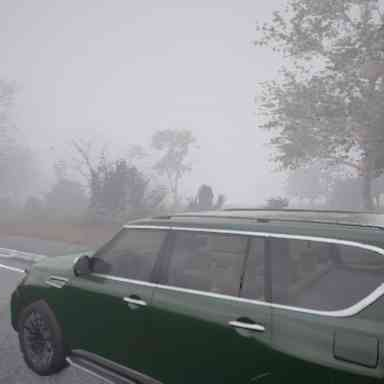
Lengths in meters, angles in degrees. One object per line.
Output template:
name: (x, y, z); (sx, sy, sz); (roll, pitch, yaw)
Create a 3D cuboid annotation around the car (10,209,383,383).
car: (0.156, 1.222, 3.881); (5.566, 2.045, 2.150); (0, 0, 36)
